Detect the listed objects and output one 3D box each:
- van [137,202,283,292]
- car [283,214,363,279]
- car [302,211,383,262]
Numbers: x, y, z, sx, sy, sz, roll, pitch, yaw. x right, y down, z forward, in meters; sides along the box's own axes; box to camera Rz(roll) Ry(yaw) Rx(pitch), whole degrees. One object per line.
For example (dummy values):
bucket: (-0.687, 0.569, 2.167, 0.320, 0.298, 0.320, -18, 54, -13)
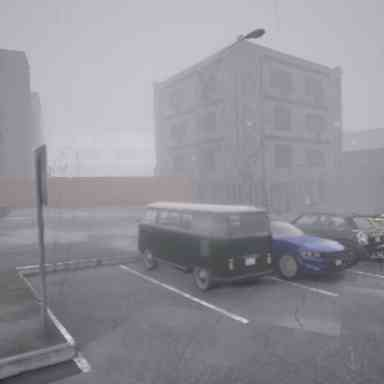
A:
van: (0.055, 1.290, 9.185, 1.878, 1.987, 4.442, 1, 0, -35)
car: (2.375, 1.566, 10.703, 2.097, 1.535, 5.008, 1, -1, -35)
car: (4.669, 1.508, 12.295, 2.185, 1.767, 4.553, 2, -1, -35)
